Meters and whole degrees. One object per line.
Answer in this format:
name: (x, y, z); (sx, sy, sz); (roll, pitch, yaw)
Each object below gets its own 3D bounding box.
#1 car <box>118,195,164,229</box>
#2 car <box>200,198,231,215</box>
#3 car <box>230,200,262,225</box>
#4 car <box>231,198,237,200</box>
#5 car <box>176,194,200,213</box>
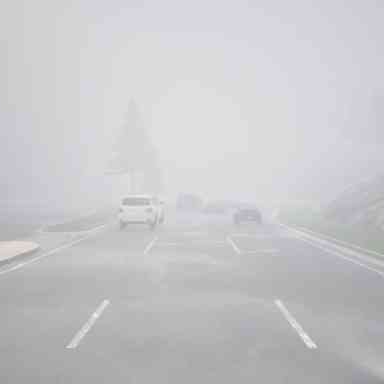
car: (-3.193, 1.223, 21.726); (2.150, 2.045, 5.566); (0, 0, 2)
car: (2.481, 1.526, 33.992); (1.812, 1.442, 4.674); (0, 0, 15)
car: (3.954, 1.526, 24.246); (1.812, 1.442, 4.674); (0, 0, 4)
car: (5.237, 1.526, 43.957); (1.812, 1.442, 4.674); (0, 0, 16)
car: (-0.126, 1.221, 37.886); (2.150, 2.045, 5.566); (0, 0, 15)
